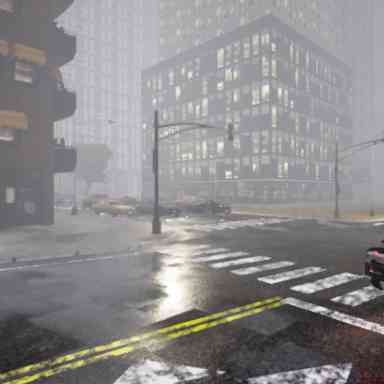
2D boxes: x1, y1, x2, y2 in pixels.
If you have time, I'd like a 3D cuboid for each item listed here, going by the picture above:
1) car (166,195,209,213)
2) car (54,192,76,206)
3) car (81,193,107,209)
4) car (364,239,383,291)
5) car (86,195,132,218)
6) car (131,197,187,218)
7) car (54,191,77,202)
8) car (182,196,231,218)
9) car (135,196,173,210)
[{"bbox_3d":[-0.487,1.111,33.068,1.967,1.590,4.097,1,0,-44],"label":"car"},{"bbox_3d":[-16.396,0.908,40.954,2.128,1.511,4.902,0,1,-44],"label":"car"},{"bbox_3d":[-9.339,0.934,33.712,2.097,1.767,4.553,0,1,-44],"label":"car"},{"bbox_3d":[5.959,1.511,7.879,4.902,1.511,2.128,0,0,-37],"label":"car"},{"bbox_3d":[-6.323,1.227,26.808,1.752,1.417,4.829,1,0,-44],"label":"car"},{"bbox_3d":[-2.736,1.296,26.948,1.994,1.385,4.181,0,1,-44],"label":"car"},{"bbox_3d":[-20.208,0.649,53.151,1.967,1.590,4.097,1,0,-44],"label":"car"},{"bbox_3d":[1.038,1.249,27.631,2.128,1.511,4.902,0,1,-44],"label":"car"},{"bbox_3d":[-4.288,1.152,36.842,1.947,1.339,4.313,1,0,-44],"label":"car"}]
